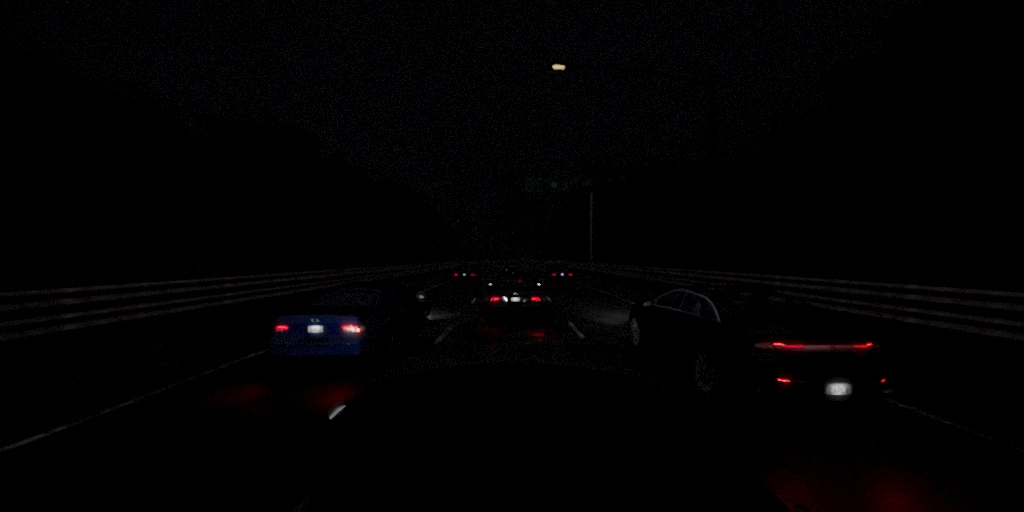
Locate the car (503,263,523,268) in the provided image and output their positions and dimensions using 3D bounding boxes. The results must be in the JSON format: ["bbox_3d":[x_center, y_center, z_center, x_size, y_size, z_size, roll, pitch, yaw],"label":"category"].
[{"bbox_3d":[0.104,1.394,34.566,1.812,1.442,4.674,0,0,0],"label":"car"}]

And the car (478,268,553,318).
[{"bbox_3d":[0.102,1.334,13.098,2.033,1.411,5.357,0,0,0],"label":"car"}]

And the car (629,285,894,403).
[{"bbox_3d":[3.593,1.256,6.363,2.128,1.511,4.902,0,0,0],"label":"car"}]

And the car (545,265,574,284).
[{"bbox_3d":[3.603,1.390,28.213,2.033,1.411,5.357,0,0,0],"label":"car"}]

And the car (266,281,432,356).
[{"bbox_3d":[-3.402,1.320,8.717,2.033,1.411,5.357,0,0,0],"label":"car"}]

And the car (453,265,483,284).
[{"bbox_3d":[-3.398,1.390,28.117,2.033,1.411,5.357,0,0,0],"label":"car"}]
